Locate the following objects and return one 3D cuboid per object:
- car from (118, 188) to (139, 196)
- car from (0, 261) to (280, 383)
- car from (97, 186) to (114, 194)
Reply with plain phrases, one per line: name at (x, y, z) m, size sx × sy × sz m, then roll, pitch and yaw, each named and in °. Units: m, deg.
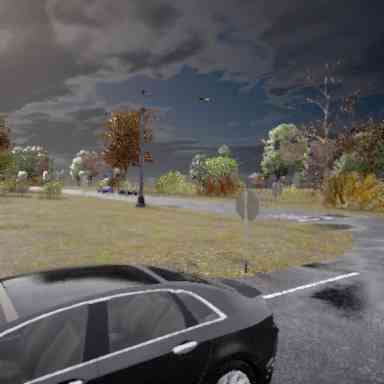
car at (-10.274, -0.056, 53.398) m, size 1.895 × 1.301 × 4.718 m, roll 0°, pitch 2°, yaw -36°
car at (-1.309, 1.513, 2.934) m, size 4.892 × 1.490 × 1.837 m, roll 0°, pitch 0°, yaw -36°
car at (-15.851, -0.438, 61.162) m, size 1.812 × 1.442 × 4.674 m, roll 0°, pitch 2°, yaw -36°
